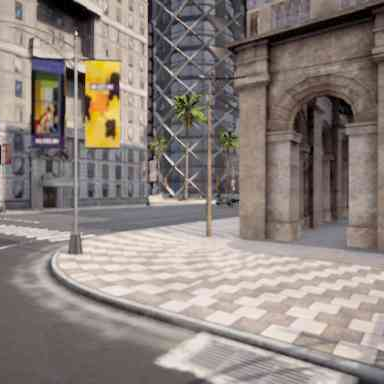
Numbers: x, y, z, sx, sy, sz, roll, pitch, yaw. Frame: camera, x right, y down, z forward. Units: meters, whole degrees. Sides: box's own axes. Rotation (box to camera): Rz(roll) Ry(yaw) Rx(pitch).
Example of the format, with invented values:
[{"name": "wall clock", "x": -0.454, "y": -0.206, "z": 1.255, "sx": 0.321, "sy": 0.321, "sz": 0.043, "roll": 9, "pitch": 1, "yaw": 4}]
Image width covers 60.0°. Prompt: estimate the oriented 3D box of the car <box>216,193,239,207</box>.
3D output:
[{"name": "car", "x": 5.743, "y": 1.152, "z": 49.769, "sx": 2.150, "sy": 2.045, "sz": 5.566, "roll": 0, "pitch": 0, "yaw": 36}]
